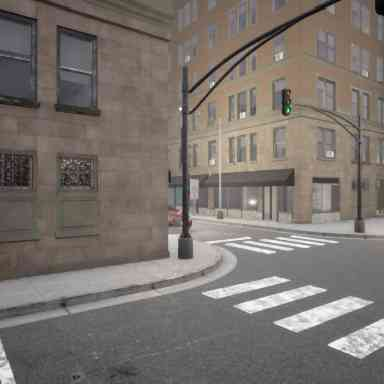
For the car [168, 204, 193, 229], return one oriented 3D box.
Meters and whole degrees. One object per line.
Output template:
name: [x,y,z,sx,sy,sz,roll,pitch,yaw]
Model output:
car: [-1.868,1.427,19.848,1.812,1.442,4.674,0,0,-36]
